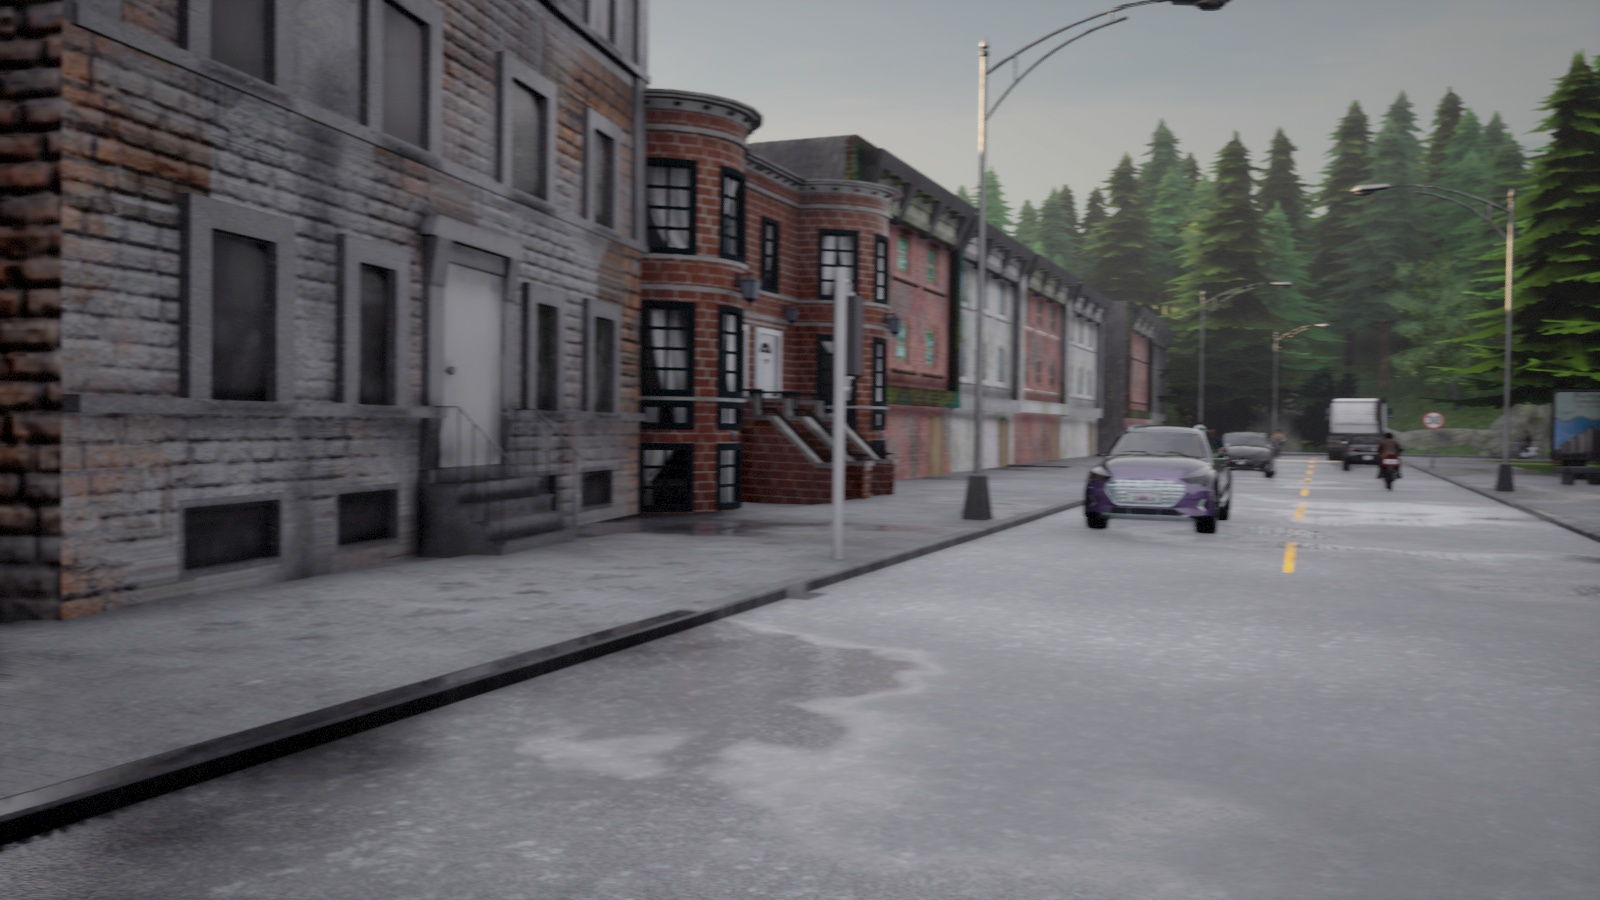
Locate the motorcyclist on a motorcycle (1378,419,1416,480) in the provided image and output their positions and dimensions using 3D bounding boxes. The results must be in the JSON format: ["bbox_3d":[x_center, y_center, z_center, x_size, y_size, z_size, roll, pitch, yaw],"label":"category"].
[{"bbox_3d":[15.544,-0.029,32.712,0.797,1.523,2.044,0,1,23],"label":"motorcyclist on a motorcycle"}]

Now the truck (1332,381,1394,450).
[{"bbox_3d":[30.230,-1.830,67.293,2.891,3.462,7.936,0,1,25],"label":"truck"}]

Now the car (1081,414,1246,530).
[{"bbox_3d":[6.026,0.256,20.375,2.033,1.649,4.856,0,1,23],"label":"car"}]

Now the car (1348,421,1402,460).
[{"bbox_3d":[22.743,-0.411,49.803,1.816,1.474,4.193,0,1,23],"label":"car"}]

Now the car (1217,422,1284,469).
[{"bbox_3d":[15.116,-0.192,42.001,1.837,1.490,4.892,0,1,23],"label":"car"}]
